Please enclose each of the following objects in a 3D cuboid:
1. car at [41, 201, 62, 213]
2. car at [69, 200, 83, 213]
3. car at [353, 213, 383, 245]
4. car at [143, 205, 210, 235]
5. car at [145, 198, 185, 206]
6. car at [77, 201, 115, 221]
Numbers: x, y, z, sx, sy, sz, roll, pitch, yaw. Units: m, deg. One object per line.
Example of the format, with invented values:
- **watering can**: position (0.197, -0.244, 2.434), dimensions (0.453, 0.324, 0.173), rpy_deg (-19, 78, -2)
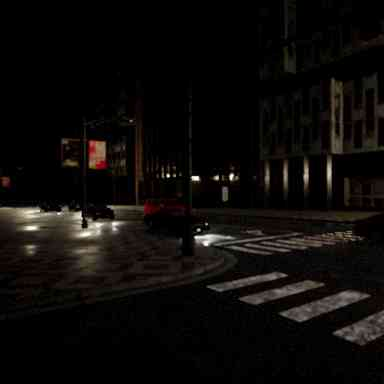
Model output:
- **car**: position (-20.066, 2.027, 47.375), dimensions (2.097, 1.767, 4.553), rpy_deg (0, 0, -35)
- **car**: position (-15.804, 1.970, 46.960), dimensions (2.097, 1.767, 4.553), rpy_deg (0, 0, -35)
- **car**: position (9.601, 1.552, 14.473), dimensions (4.674, 1.442, 1.812), rpy_deg (-2, -1, 30)
- **car**: position (-1.170, 1.784, 20.834), dimensions (2.033, 1.411, 5.357), rpy_deg (0, -1, -36)
- **car**: position (-1.986, 1.518, 27.555), dimensions (2.150, 2.045, 5.566), rpy_deg (0, 0, -36)
- **car**: position (-8.995, 1.896, 31.773), dimensions (1.882, 1.535, 5.008), rpy_deg (0, 0, -36)
